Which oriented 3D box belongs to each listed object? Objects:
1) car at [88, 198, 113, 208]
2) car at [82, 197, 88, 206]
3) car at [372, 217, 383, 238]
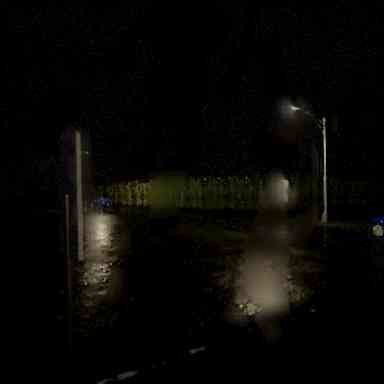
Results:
[{"bbox_3d":[-13.132,1.572,48.593,1.812,1.442,4.674,-1,1,-36],"label":"car"},{"bbox_3d":[-19.192,1.593,56.801,1.837,1.490,4.892,-1,1,-36],"label":"car"},{"bbox_3d":[9.675,1.392,13.993,1.882,1.535,5.008,0,0,-3],"label":"car"}]
